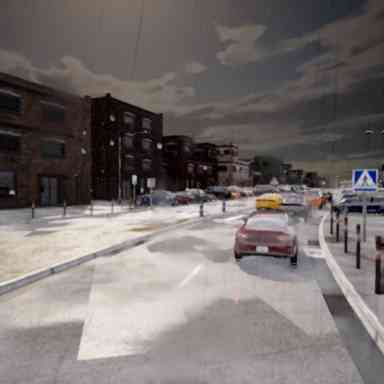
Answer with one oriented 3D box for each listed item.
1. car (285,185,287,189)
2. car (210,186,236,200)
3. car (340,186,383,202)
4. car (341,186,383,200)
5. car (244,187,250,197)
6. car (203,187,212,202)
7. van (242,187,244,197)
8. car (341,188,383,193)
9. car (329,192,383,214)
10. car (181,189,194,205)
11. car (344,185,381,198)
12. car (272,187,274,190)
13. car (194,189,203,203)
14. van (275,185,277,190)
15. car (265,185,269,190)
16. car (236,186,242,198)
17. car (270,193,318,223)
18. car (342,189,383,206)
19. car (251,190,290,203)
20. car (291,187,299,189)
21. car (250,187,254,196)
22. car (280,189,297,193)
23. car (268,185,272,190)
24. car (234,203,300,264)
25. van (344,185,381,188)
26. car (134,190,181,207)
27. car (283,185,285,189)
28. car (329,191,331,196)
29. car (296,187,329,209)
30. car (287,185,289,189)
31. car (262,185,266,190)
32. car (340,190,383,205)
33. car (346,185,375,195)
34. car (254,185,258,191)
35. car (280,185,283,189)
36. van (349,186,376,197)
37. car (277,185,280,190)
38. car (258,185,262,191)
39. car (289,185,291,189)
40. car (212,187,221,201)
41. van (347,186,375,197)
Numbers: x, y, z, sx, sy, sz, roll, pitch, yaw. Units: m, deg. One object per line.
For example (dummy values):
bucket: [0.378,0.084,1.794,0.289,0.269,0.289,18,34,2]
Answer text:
car: [21.641,-0.546,87.555,4.792,1.488,2.163,1,1,26]
car: [3.302,0.105,50.490,5.566,2.045,2.435,1,2,26]
car: [23.082,0.235,44.859,5.566,2.045,2.435,1,2,26]
car: [25.555,0.092,49.976,5.566,2.045,2.435,1,2,26]
car: [6.991,0.153,57.898,5.008,1.535,2.097,1,2,26]
car: [-0.315,0.432,43.052,4.553,1.767,2.185,1,2,26]
van: [5.877,-0.004,55.367,4.442,1.987,1.878,1,2,26]
car: [15.675,0.765,29.921,4.553,1.767,2.185,1,1,26]
car: [13.207,1.026,25.083,4.792,1.488,2.163,1,1,26]
car: [-2.792,0.680,38.131,5.008,1.535,2.097,1,1,26]
car: [29.253,-0.107,57.305,5.566,2.045,2.435,1,2,26]
car: [15.559,-0.290,75.185,4.892,1.521,2.231,1,2,26]
car: [-1.563,0.659,40.598,4.674,1.452,2.002,1,2,26]
van: [16.937,-0.577,77.712,4.442,1.987,1.878,1,2,26]
car: [13.115,-0.168,70.245,4.892,1.521,2.231,1,2,26]
car: [4.716,0.288,52.872,5.366,1.575,1.946,1,2,26]
car: [6.963,1.062,22.315,2.128,1.511,4.902,1,1,24]
car: [19.381,0.571,37.395,4.553,1.767,2.185,1,2,26]
car: [7.202,0.876,30.150,1.882,1.535,5.008,1,1,27]
car: [16.278,0.406,48.562,2.128,1.511,4.902,1,2,26]
car: [8.190,-0.039,60.376,4.553,1.767,2.185,1,2,26]
car: [11.832,0.718,39.486,2.033,1.411,5.357,1,2,27]
car: [14.337,-0.229,72.715,4.892,1.521,2.231,1,2,26]
car: [2.583,1.328,11.115,1.812,1.442,4.674,1,1,18]
van: [16.834,0.601,32.589,4.442,1.987,1.878,1,2,26]
car: [-3.984,0.611,35.636,4.553,1.767,2.185,1,1,26]
car: [20.450,-0.519,85.067,4.892,1.521,2.231,1,1,26]
car: [17.848,0.508,44.797,2.128,1.511,4.902,1,2,27]
car: [12.097,0.683,33.218,2.097,1.767,4.553,1,1,27]
car: [22.887,-0.589,90.013,4.674,1.452,2.002,1,1,26]
car: [11.892,-0.105,67.774,4.892,1.521,2.231,1,2,26]
car: [20.638,0.623,40.015,5.008,1.535,2.097,1,2,26]
car: [36.609,-0.481,72.267,5.566,2.045,2.435,1,1,26]
car: [9.413,-0.104,62.847,4.553,1.767,2.185,1,2,26]
car: [19.056,-0.469,82.682,5.366,1.575,1.946,1,1,26]
van: [31.801,-0.209,62.244,4.442,1.987,1.878,1,2,26]
car: [18.001,-0.368,80.128,4.674,1.452,2.002,1,2,26]
car: [10.692,-0.169,65.290,4.553,1.767,2.185,1,2,26]
car: [24.108,-0.682,92.485,5.008,1.535,2.097,1,1,26]
car: [0.877,0.494,45.547,4.892,1.521,2.231,1,2,26]
van: [30.358,-0.149,59.861,4.442,1.987,1.878,1,2,26]
